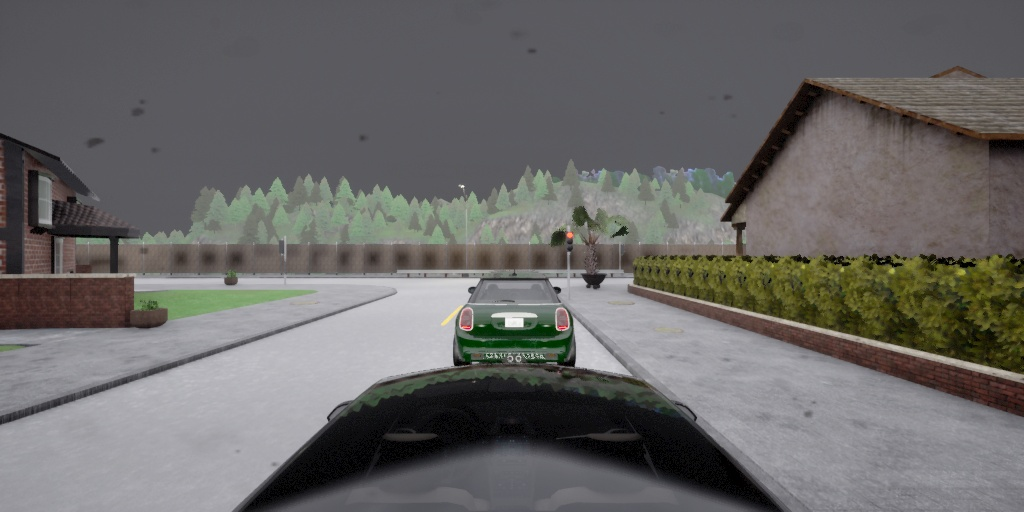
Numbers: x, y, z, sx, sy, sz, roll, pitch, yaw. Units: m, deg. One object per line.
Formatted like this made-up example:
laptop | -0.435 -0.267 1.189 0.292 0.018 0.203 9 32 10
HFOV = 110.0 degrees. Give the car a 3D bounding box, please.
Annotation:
car | 0.057 1.102 7.953 2.097 1.767 4.553 0 0 0
